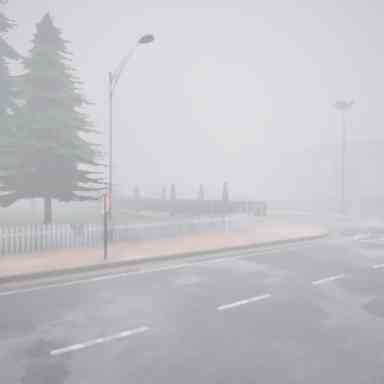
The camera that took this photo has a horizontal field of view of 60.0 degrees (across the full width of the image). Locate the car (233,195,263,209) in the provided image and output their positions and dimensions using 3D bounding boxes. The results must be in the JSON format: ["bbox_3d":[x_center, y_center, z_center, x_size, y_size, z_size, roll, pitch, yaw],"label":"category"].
[{"bbox_3d":[7.275,1.247,42.360,2.097,1.767,4.553,0,1,-37],"label":"car"}]

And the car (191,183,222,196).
[{"bbox_3d":[2.678,-0.338,66.039,2.150,2.045,5.566,0,7,-37],"label":"car"}]

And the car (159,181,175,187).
[{"bbox_3d":[-6.386,-1.469,72.268,1.882,1.535,5.008,0,7,-37],"label":"car"}]

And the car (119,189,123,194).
[{"bbox_3d":[-14.058,-0.466,59.177,1.895,1.301,4.718,0,7,-37],"label":"car"}]

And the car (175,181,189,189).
[{"bbox_3d":[-3.562,-1.593,74.334,2.097,1.767,4.553,0,7,-37],"label":"car"}]

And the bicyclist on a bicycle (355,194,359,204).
[{"bbox_3d":[26.496,1.201,53.392,1.656,1.620,0.582,0,1,-37],"label":"bicyclist on a bicycle"}]

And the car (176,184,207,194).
[{"bbox_3d":[-0.124,-0.004,63.942,2.033,1.411,5.357,0,7,-37],"label":"car"}]

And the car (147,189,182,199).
[{"bbox_3d":[-3.755,0.907,45.330,2.097,1.767,4.553,0,4,-37],"label":"car"}]

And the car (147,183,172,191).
[{"bbox_3d":[-6.364,-0.179,60.531,1.882,1.535,5.008,0,7,-36],"label":"car"}]
